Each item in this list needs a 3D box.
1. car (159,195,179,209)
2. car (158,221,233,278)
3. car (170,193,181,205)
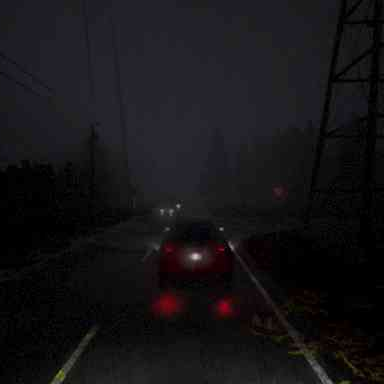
[{"bbox_3d":[-3.293,1.562,44.932,2.033,1.411,5.357,0,0,0],"label":"car"},{"bbox_3d":[0.083,1.567,10.157,1.994,1.385,4.181,0,0,0],"label":"car"},{"bbox_3d":[-3.235,1.241,61.875,2.150,2.045,5.566,0,0,1],"label":"car"}]
